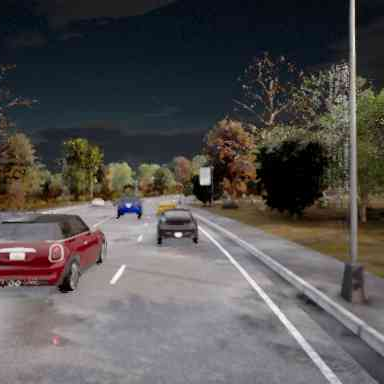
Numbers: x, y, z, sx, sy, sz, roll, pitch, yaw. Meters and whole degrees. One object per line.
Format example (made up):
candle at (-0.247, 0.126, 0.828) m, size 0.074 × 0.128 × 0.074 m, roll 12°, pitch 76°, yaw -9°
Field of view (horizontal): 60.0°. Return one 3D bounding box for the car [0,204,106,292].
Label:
car at (-3.797, 1.386, 9.170) m, size 2.097 × 1.767 × 4.553 m, roll 0°, pitch 0°, yaw -3°

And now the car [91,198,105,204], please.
car at (-15.844, 1.785, 56.203) m, size 1.812 × 1.442 × 4.674 m, roll 0°, pitch 0°, yaw -6°

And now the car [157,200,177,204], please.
car at (-2.575, 1.577, 34.086) m, size 1.882 × 1.535 × 5.008 m, roll 0°, pitch 0°, yaw -7°

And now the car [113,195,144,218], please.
car at (-5.798, 1.319, 31.502) m, size 2.150 × 2.045 × 5.566 m, roll 0°, pitch 0°, yaw -6°

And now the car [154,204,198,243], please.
car at (-0.762, 1.552, 16.380) m, size 1.837 × 1.490 × 4.892 m, roll 0°, pitch 0°, yaw -4°
